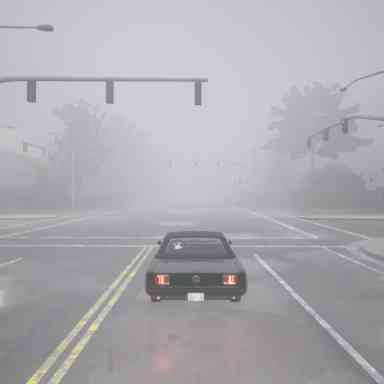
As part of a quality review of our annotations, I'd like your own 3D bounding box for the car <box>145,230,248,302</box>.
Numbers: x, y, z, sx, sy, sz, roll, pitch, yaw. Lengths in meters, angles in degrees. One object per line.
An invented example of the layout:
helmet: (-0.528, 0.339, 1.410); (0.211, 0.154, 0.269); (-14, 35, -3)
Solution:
car: (0.065, 1.601, 8.208); (1.895, 1.301, 4.718); (0, 0, 0)
